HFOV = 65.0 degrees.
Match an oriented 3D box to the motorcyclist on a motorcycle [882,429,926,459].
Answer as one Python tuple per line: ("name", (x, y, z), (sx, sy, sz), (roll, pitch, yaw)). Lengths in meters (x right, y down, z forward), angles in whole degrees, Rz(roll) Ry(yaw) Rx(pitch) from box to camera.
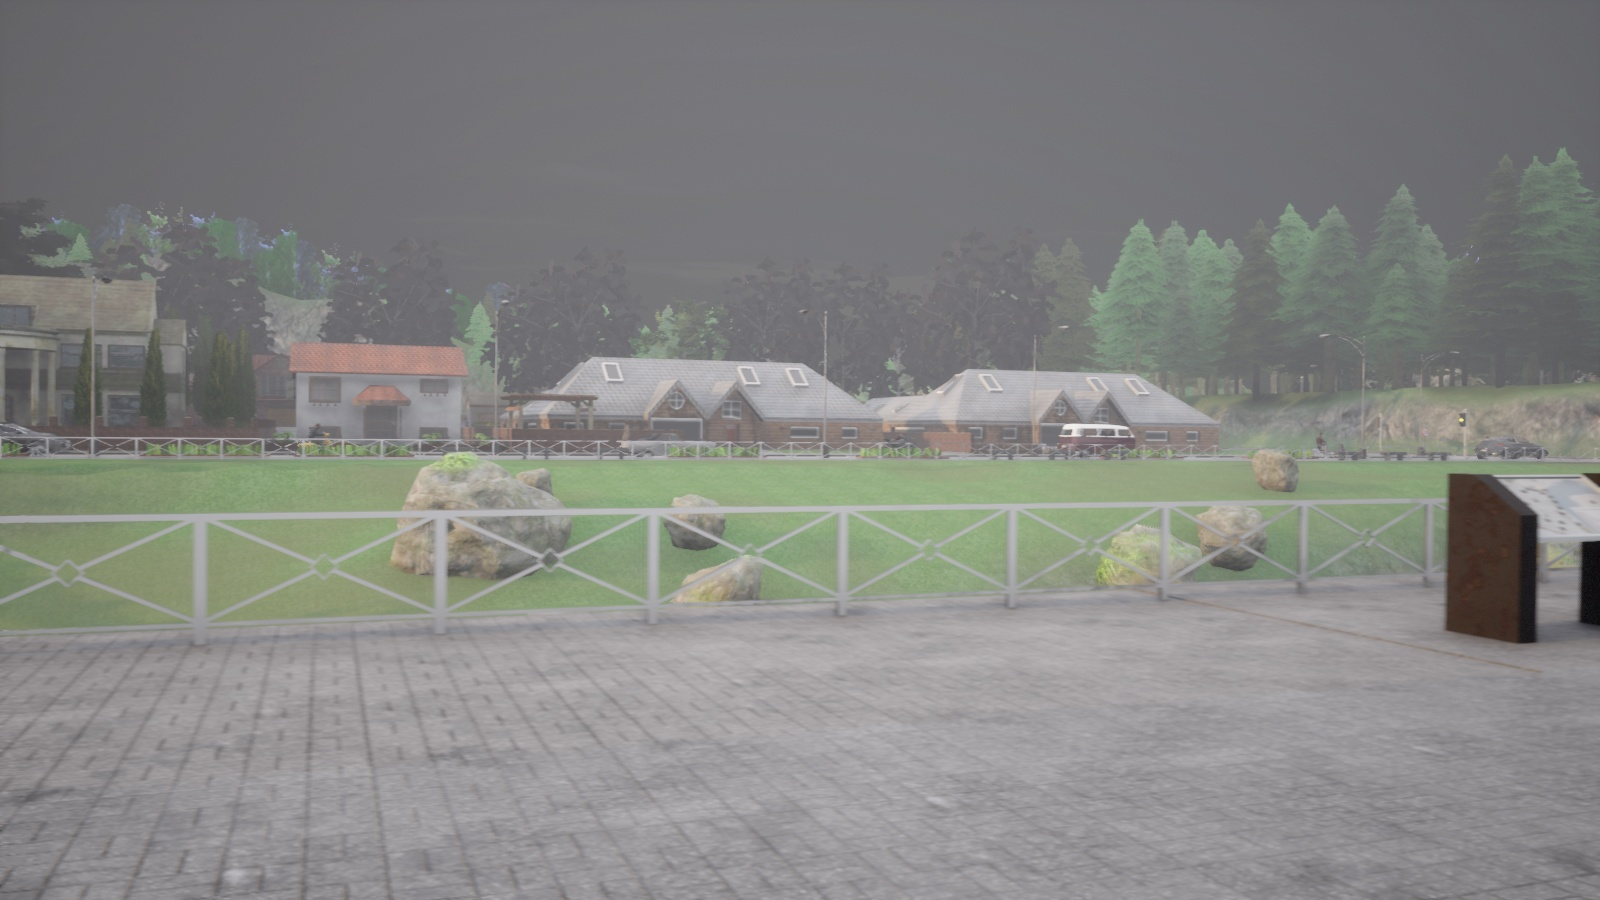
("motorcyclist on a motorcycle", (5.596, -0.327, 67.574), (2.191, 1.530, 0.866), (-1, 1, -21))

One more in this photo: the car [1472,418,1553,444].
("car", (47.440, -1.296, 83.593), (5.027, 1.651, 2.152), (-1, 1, -24))

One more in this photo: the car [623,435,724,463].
("car", (-6.348, -0.059, 63.044), (4.718, 1.301, 1.895), (-1, 1, -21))

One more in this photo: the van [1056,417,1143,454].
("van", (17.159, -0.835, 71.958), (4.480, 2.038, 2.069), (-1, 1, -21))

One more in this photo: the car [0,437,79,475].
("car", (-33.305, 0.255, 52.815), (4.902, 1.511, 2.128), (-1, 1, -21))
